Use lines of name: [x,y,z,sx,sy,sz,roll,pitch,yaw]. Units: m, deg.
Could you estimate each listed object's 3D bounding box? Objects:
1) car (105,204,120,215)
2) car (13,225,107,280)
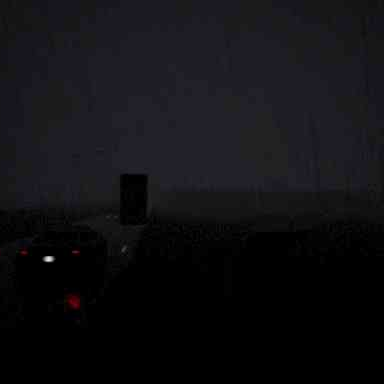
car: [-10.563,2.350,45.239,2.033,1.411,5.357,0,-1,-6]
car: [-3.918,1.737,10.566,1.994,1.385,4.181,0,-1,-6]
